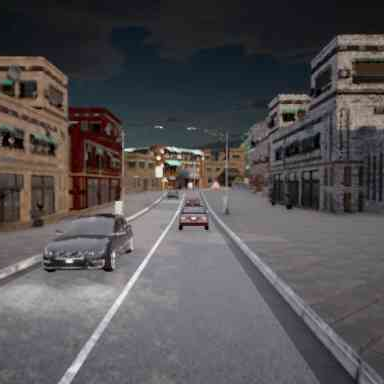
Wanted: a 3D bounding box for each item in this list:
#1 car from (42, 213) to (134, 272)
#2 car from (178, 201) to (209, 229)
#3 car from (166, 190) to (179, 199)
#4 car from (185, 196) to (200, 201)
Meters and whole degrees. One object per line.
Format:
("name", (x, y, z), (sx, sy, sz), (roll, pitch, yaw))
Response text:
("car", (-3.099, 1.499, 10.836), (1.837, 1.490, 4.892), (0, 0, 0))
("car", (0.100, 1.536, 21.331), (2.033, 1.411, 5.357), (0, 0, 0))
("car", (-3.060, 0.412, 52.947), (2.033, 1.411, 5.357), (0, 3, 0))
("car", (0.105, 1.107, 42.749), (1.895, 1.301, 4.718), (0, 3, 0))
